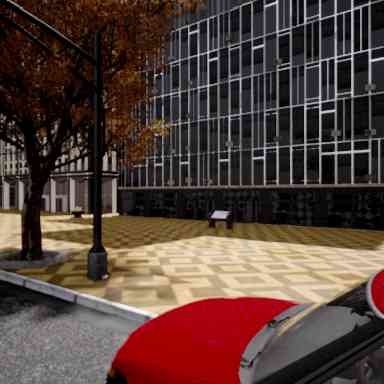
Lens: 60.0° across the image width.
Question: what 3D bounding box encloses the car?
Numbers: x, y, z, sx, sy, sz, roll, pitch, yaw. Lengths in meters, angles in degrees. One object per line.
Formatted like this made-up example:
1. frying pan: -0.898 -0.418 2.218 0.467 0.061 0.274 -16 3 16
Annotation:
1. car: 1.650 1.315 1.699 5.009 1.841 2.192 0 0 36
